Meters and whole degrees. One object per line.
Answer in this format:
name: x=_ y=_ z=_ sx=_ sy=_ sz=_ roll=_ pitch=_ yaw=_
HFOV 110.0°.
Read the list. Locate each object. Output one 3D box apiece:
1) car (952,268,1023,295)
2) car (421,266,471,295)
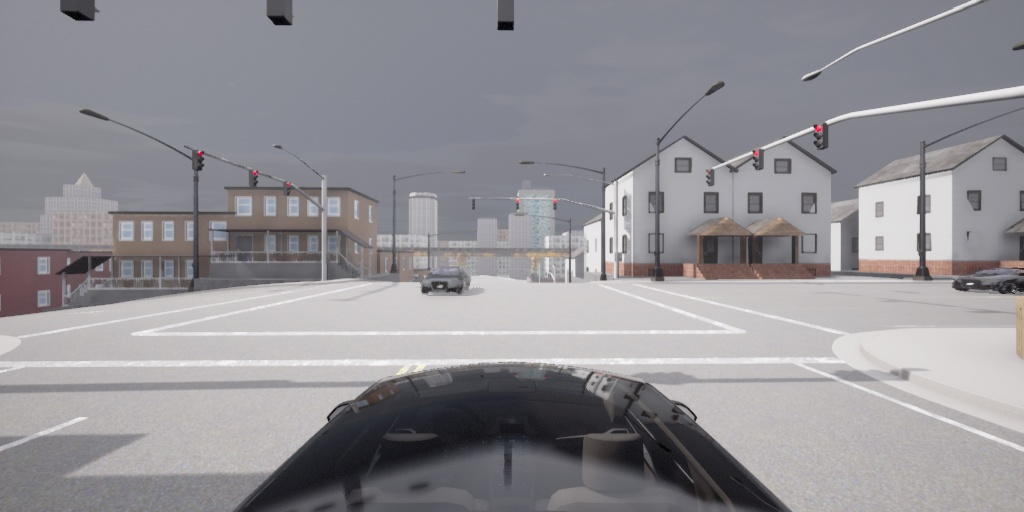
car: x=26.491 y=1.311 z=19.208 sx=4.181 sy=1.385 sz=1.994 roll=0 pitch=0 yaw=-1
car: x=-3.391 y=1.249 z=19.022 sx=1.994 sy=1.385 sz=4.181 roll=0 pitch=0 yaw=2
